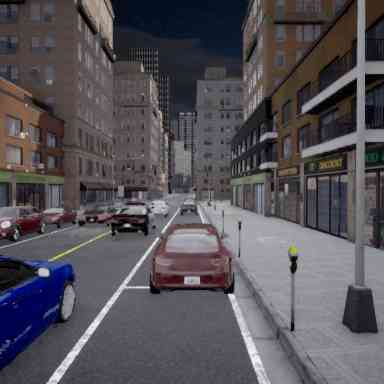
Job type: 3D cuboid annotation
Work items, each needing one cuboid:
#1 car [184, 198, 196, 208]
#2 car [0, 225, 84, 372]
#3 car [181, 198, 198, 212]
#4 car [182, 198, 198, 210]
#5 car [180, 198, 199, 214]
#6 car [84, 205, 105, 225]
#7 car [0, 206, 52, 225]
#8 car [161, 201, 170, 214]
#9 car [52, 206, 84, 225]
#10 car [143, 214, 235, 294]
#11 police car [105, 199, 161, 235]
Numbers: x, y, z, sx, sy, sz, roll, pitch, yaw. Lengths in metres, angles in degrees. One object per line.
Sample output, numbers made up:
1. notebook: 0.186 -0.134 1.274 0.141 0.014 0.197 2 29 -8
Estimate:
1. car: -0.276 1.554 49.696 1.802 1.307 4.206 -1 0 0
2. car: -3.049 1.476 4.104 1.882 1.535 5.008 0 0 0
3. car: -0.279 1.507 38.694 1.752 1.417 4.829 -1 0 0
4. car: -0.277 1.543 44.111 1.947 1.339 4.313 -1 0 0
5. car: -0.280 1.537 32.939 2.008 1.369 4.403 -1 0 0
6. car: -6.245 1.556 22.721 1.994 1.385 4.181 0 0 0
7. car: -8.823 1.435 16.181 1.967 1.590 4.097 -1 0 0
8. car: -3.054 1.513 30.808 1.812 1.442 4.674 0 0 0
9. car: -8.822 1.575 21.767 1.802 1.307 4.206 -1 0 0
10. car: 0.003 1.523 8.652 1.812 1.442 4.674 0 0 0
11. police car: -3.148 1.420 18.781 1.930 1.638 5.238 0 0 0
